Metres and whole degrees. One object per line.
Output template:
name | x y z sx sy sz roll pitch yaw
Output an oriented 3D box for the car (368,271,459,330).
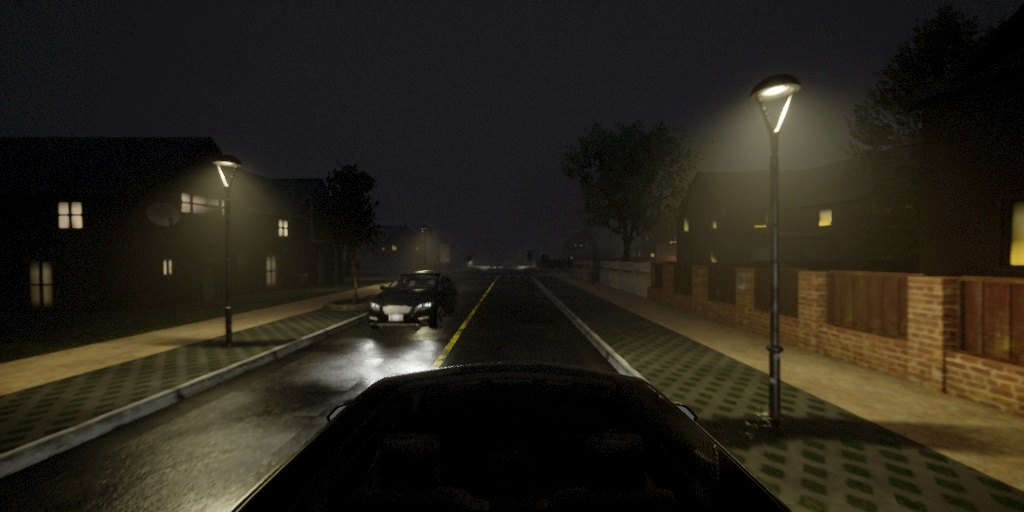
car | -2.862 1.255 11.281 2.128 1.511 4.902 0 0 0
